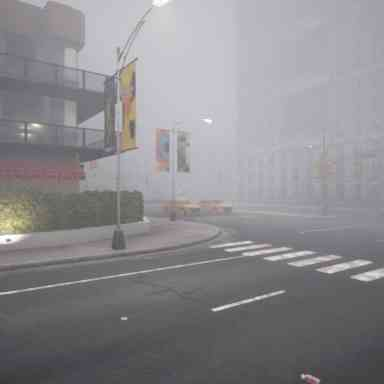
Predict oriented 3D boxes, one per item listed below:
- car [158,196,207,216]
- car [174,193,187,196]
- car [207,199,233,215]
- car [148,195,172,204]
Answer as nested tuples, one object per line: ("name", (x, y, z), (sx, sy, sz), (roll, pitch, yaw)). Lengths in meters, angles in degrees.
("car", (-1.037, 1.469, 32.669), (1.882, 1.535, 5.008), (0, 0, -35))
("car", (-2.530, 1.205, 62.095), (2.150, 2.045, 5.566), (0, 0, -20))
("car", (2.090, 1.467, 34.307), (1.882, 1.535, 5.008), (0, 0, -35))
("car", (-6.142, 1.586, 59.288), (4.718, 1.301, 1.895), (0, 0, 42))
